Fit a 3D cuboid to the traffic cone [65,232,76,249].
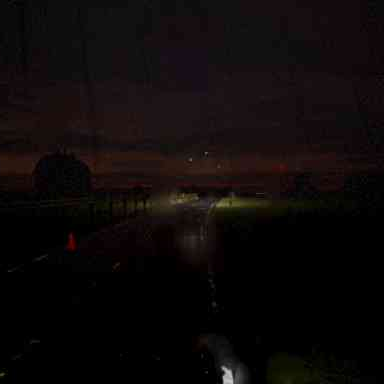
[{"bbox_3d":[-4.615,1.845,12.712,0.340,0.580,0.340,0,0,2],"label":"traffic cone"}]
